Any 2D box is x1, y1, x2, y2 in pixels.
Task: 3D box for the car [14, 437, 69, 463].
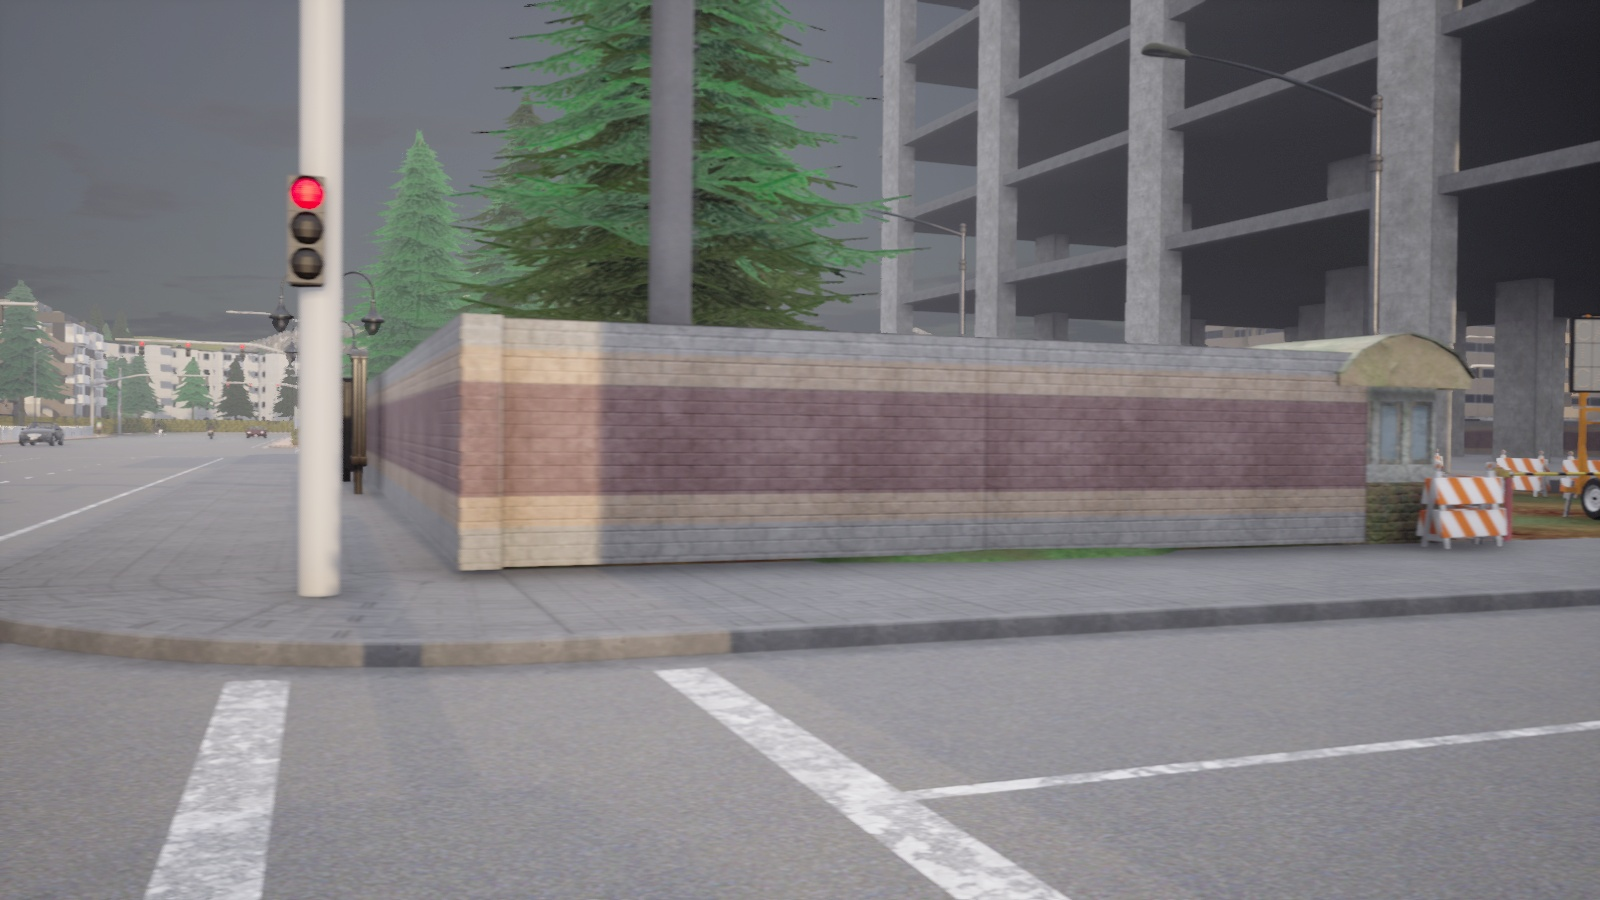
[{"bbox_3d":[-47.712,-0.017,79.112,2.128,1.511,4.902,-1,1,-21],"label":"car"}]
